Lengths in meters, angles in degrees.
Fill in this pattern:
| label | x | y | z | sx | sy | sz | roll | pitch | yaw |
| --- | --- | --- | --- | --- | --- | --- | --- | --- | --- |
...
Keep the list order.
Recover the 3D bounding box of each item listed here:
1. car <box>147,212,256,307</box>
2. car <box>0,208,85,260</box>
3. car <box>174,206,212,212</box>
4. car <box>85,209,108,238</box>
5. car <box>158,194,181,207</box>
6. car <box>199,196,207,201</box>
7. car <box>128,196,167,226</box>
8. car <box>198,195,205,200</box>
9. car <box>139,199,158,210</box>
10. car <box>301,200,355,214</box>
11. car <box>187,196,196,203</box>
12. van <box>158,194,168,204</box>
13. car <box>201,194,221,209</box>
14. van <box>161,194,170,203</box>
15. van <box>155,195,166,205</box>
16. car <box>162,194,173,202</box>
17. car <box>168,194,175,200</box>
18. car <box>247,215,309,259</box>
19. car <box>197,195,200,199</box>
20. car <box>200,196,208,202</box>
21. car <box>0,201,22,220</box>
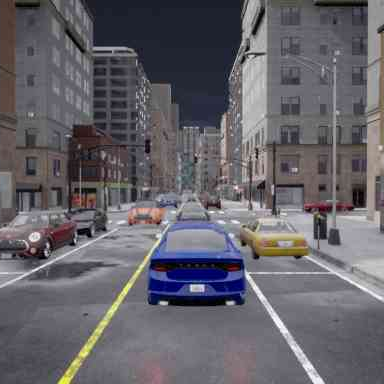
| label | x | y | z | sx | sy | sz | roll | pitch | yaw |
| --- | --- | --- | --- | --- | --- | --- | --- | --- | --- |
| car | 0.085 | 1.478 | 8.109 | 1.882 | 1.535 | 5.008 | 0 | 0 | 0 |
| car | -5.696 | 1.442 | 12.190 | 1.967 | 1.590 | 4.097 | -1 | 0 | 0 |
| car | 0.074 | 1.606 | 17.472 | 1.895 | 1.301 | 4.718 | 0 | 0 | 0 |
| car | -5.703 | 1.571 | 17.687 | 1.947 | 1.339 | 4.313 | -1 | 0 | 0 |
| car | -3.169 | 1.261 | 47.531 | 2.150 | 2.045 | 5.566 | 0 | 0 | 0 |
| car | 2.734 | 1.634 | 83.673 | 1.947 | 1.339 | 4.313 | -1 | 0 | 0 |
| car | -3.136 | 1.366 | 23.471 | 2.097 | 1.767 | 4.553 | 0 | 0 | 0 |
| car | 2.721 | 1.624 | 94.845 | 2.008 | 1.369 | 4.403 | -1 | 0 | 0 |
| car | -5.743 | 1.601 | 44.560 | 1.947 | 1.339 | 4.313 | -1 | 0 | 0 |
| car | 13.311 | 1.458 | 32.830 | 4.718 | 1.301 | 1.895 | -1 | 1 | -1 |
| car | -0.110 | 1.579 | 74.002 | 2.128 | 1.511 | 4.902 | 0 | 0 | 0 |
| van | -5.779 | 1.398 | 66.904 | 1.690 | 1.788 | 3.998 | -1 | 0 | 0 |
| car | 2.780 | 1.351 | 44.572 | 2.192 | 1.841 | 5.009 | -1 | 0 | 0 |
| van | -5.787 | 1.402 | 72.490 | 1.690 | 1.788 | 3.998 | -1 | 0 | 0 |
| van | -5.770 | 1.394 | 61.318 | 1.690 | 1.788 | 3.998 | -1 | 0 | 0 |
| car | -5.795 | 1.380 | 78.076 | 2.192 | 1.841 | 5.009 | -1 | 0 | 0 |
| car | -5.818 | 1.513 | 94.832 | 1.967 | 1.590 | 4.097 | -1 | 0 | 0 |
| car | 2.830 | 1.527 | 12.374 | 1.752 | 1.417 | 4.829 | -1 | 0 | 0 |
| car | 2.752 | 1.372 | 66.916 | 2.192 | 1.841 | 5.009 | -1 | 0 | 0 |
| car | 2.740 | 1.590 | 78.258 | 1.752 | 1.417 | 4.829 | -1 | 0 | 0 |
| car | -18.071 | 1.664 | 29.470 | 5.008 | 1.535 | 1.882 | -1 | 1 | -1 |
